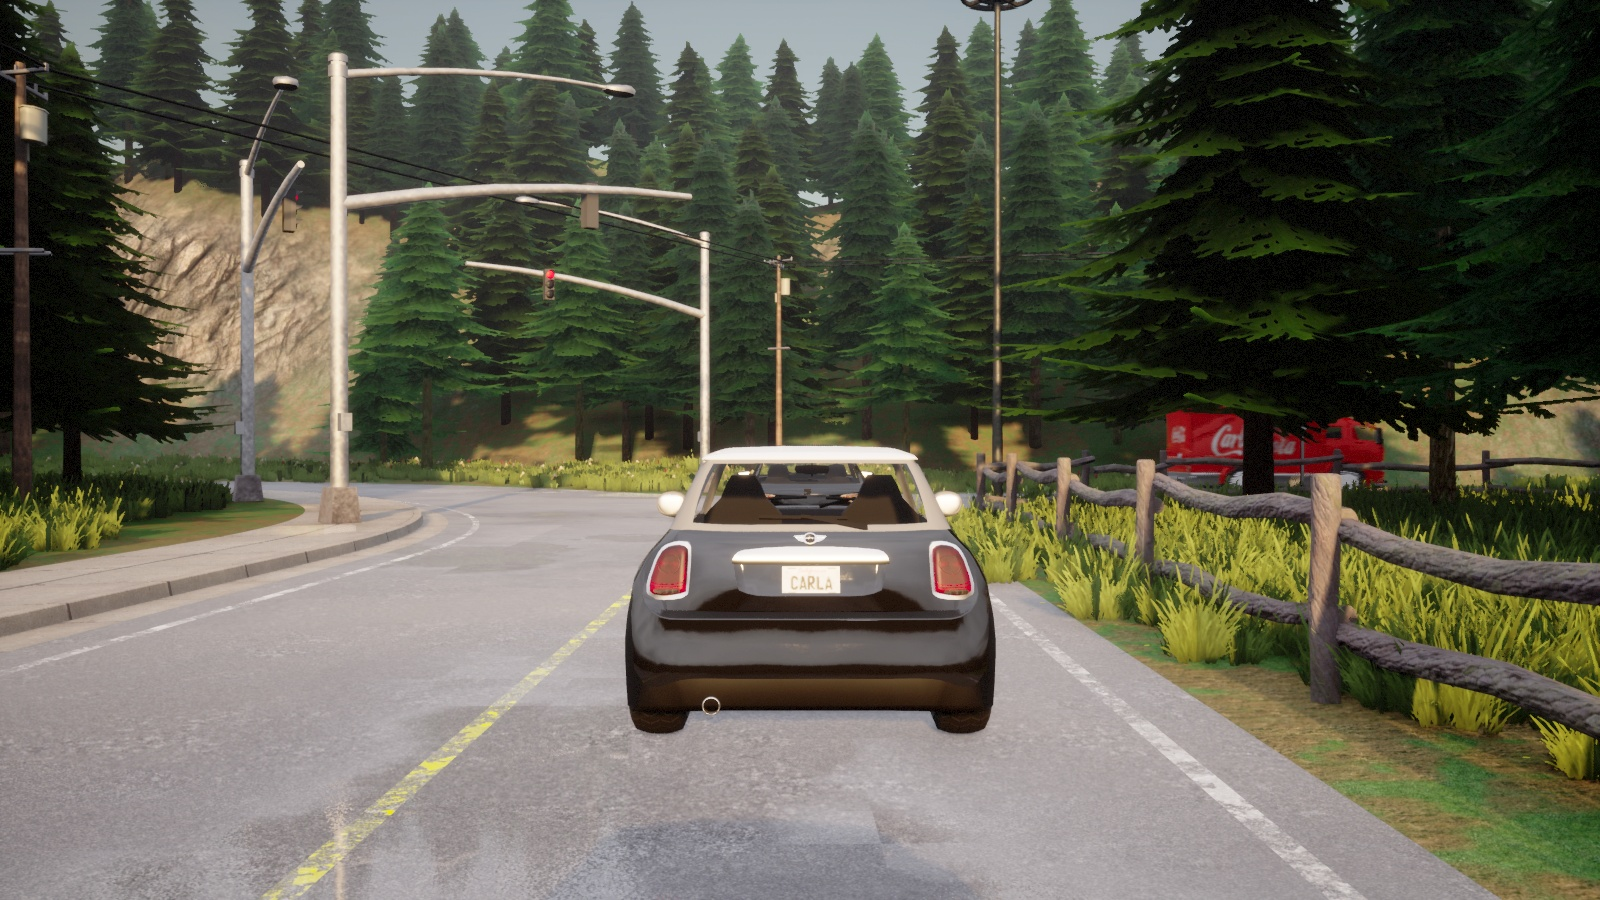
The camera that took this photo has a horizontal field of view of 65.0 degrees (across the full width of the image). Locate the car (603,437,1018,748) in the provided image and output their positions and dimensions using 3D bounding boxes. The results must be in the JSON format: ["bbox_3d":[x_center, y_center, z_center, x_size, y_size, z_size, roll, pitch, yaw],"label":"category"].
[{"bbox_3d":[0.058,0.668,7.864,1.970,1.475,3.806,0,0,0],"label":"car"}]

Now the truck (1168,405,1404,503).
[{"bbox_3d":[12.628,0.110,32.992,5.204,2.467,2.627,0,0,2],"label":"truck"}]
